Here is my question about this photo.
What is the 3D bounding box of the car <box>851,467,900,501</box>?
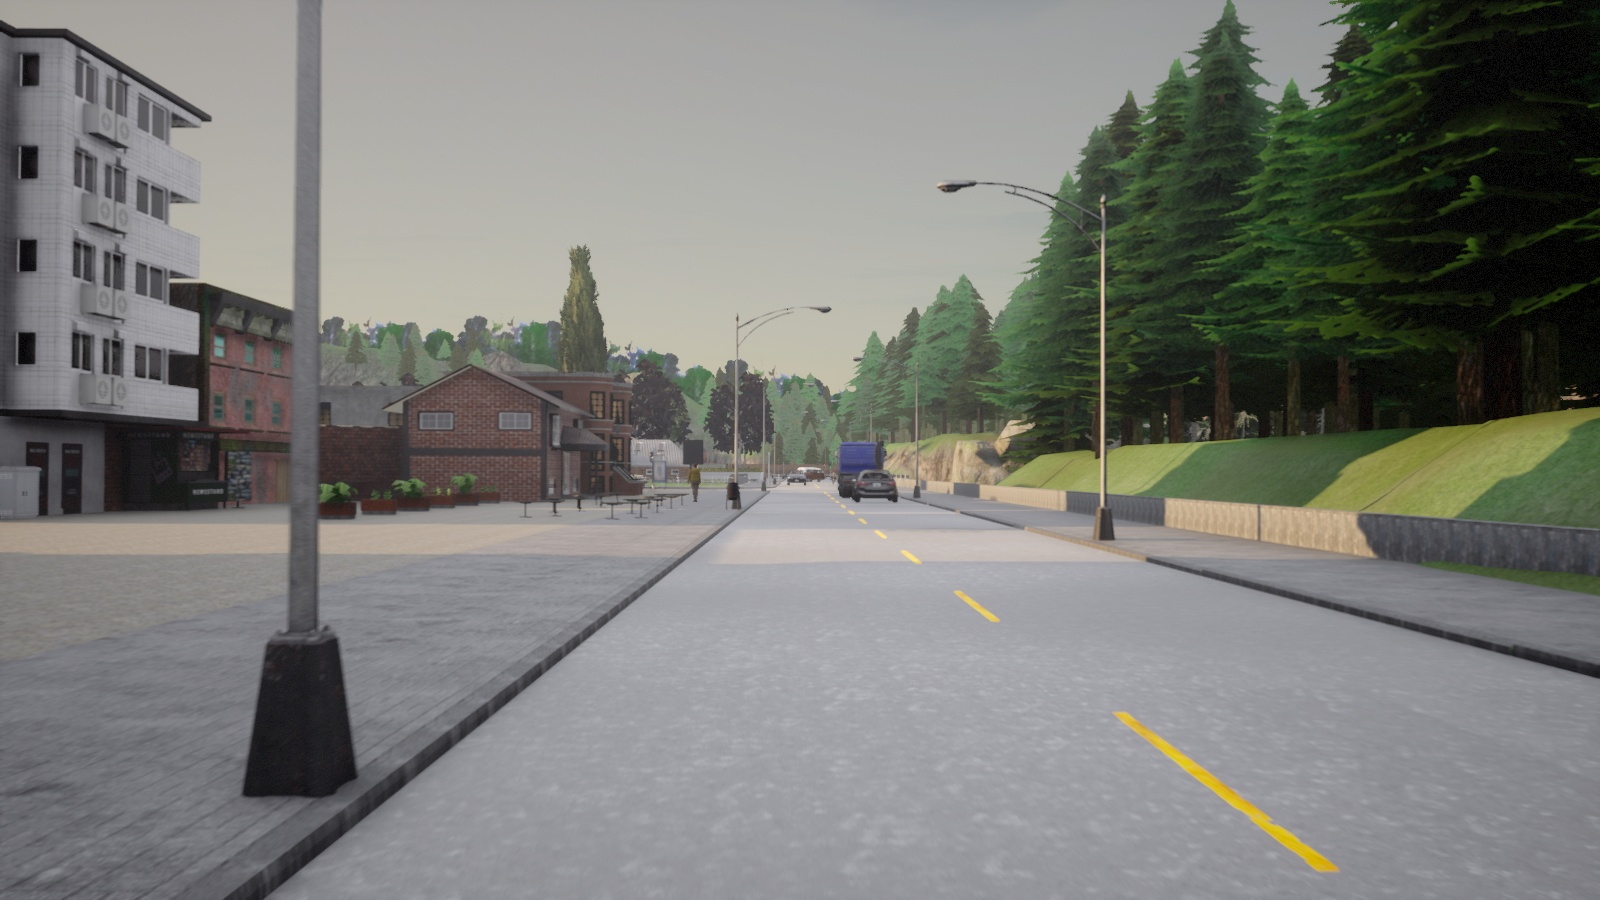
[{"bbox_3d":[3.849,1.733,64.998,2.242,1.667,4.611,0,-1,0],"label":"car"}]

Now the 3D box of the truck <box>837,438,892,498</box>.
[{"bbox_3d":[3.820,1.089,75.971,2.891,3.462,7.936,0,-1,0],"label":"truck"}]

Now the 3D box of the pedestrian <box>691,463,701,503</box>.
[{"bbox_3d":[-4.842,1.519,58.247,0.370,1.835,0.726,0,-1,2],"label":"pedestrian"}]
